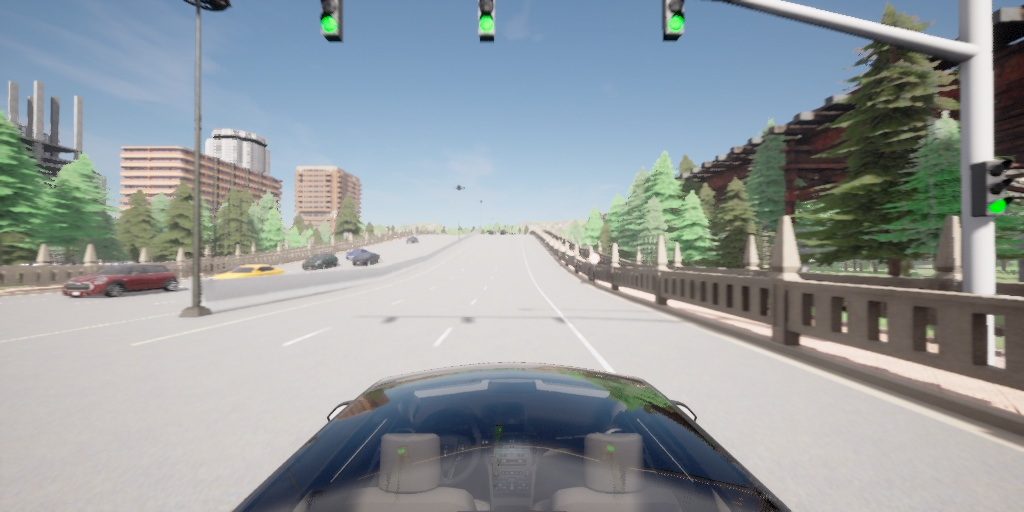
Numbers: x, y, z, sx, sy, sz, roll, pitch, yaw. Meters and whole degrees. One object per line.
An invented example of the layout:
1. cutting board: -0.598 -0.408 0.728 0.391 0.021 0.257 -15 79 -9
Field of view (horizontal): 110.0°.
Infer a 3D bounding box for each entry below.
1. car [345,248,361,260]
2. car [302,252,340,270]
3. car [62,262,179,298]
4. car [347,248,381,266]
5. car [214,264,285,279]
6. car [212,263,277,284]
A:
1. car: -20.904 -0.279 48.841 1.812 1.442 4.674 0 7 0
2. car: -21.008 0.478 39.514 2.097 1.767 4.553 0 4 1
3. car: -21.091 1.241 19.591 2.097 1.767 4.553 0 0 0
4. car: -17.470 0.274 43.218 1.882 1.535 5.008 0 5 1
5. car: -17.587 1.341 24.265 1.882 1.535 5.008 0 1 0
6. car: -20.992 1.324 28.382 1.994 1.385 4.181 0 2 0
